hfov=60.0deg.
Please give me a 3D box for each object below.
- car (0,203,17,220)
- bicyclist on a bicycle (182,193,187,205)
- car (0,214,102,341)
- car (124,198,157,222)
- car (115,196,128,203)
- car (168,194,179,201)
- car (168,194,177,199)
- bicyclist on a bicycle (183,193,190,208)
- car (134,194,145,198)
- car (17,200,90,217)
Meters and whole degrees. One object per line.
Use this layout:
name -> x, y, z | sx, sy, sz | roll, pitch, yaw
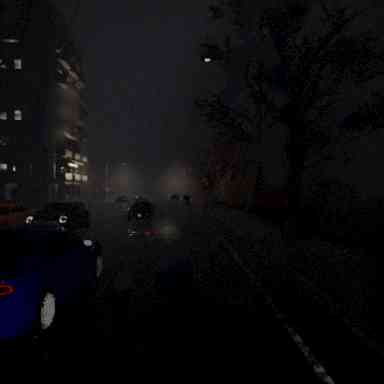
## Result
car -> -10.152, 1.393, 17.936 | 1.882, 1.535, 5.008 | 0, 0, -2
bicyclist on a bicycle -> -1.141, 1.102, 51.230 | 0.659, 1.776, 1.843 | 0, 1, -4
car -> -3.221, 1.445, 6.649 | 1.882, 1.535, 5.008 | 0, 0, -1
car -> -3.688, 1.400, 24.998 | 1.812, 1.442, 4.674 | 0, 0, -2
car -> -12.558, 1.299, 59.725 | 1.895, 1.301, 4.718 | 0, 0, -4
car -> -3.692, 1.130, 69.824 | 1.837, 1.490, 4.892 | 0, 0, -6
car -> -4.818, 1.040, 80.266 | 1.895, 1.301, 4.718 | 0, 0, -7
bicyclist on a bicycle -> -0.509, 1.151, 42.176 | 0.659, 1.776, 1.843 | 0, 1, -4
car -> -9.240, 1.189, 59.034 | 2.128, 1.511, 4.902 | 0, 0, -4
car -> -6.889, 1.267, 17.478 | 2.097, 1.767, 4.553 | 0, 0, -2
